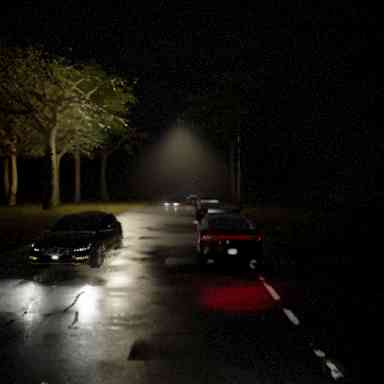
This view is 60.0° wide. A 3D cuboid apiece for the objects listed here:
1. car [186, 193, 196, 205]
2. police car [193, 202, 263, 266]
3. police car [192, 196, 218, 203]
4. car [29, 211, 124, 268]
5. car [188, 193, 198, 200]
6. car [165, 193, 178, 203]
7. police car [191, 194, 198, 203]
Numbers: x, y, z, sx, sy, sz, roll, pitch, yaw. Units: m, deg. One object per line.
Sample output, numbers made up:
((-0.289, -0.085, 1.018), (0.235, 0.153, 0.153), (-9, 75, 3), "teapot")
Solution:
((0.178, 1.101, 48.253), (2.128, 1.511, 4.902), (0, 1, 1), "car")
((1.085, 1.356, 11.386), (1.930, 1.638, 5.238), (0, 0, 0), "police car")
((1.117, 1.295, 21.386), (1.930, 1.638, 5.238), (0, 0, 0), "police car")
((-3.565, 1.437, 11.099), (1.837, 1.490, 4.892), (0, 0, 0), "car")
((0.219, 0.872, 68.924), (2.033, 1.411, 5.357), (0, 1, 0), "car")
((-3.389, 1.031, 55.536), (1.837, 1.490, 4.892), (0, 1, 1), "car")
((1.136, 1.255, 27.384), (1.930, 1.638, 5.238), (0, 0, 0), "police car")
